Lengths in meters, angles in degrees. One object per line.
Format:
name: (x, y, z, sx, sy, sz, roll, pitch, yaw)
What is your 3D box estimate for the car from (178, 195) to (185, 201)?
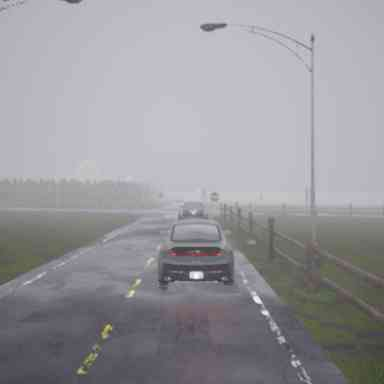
car: (-2.755, 1.584, 89.391, 1.882, 1.535, 5.008, 0, 0, 0)

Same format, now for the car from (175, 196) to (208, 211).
car: (0.097, 1.429, 24.249, 2.097, 1.767, 4.553, 0, 0, 0)

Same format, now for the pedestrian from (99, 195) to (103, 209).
pedestrian: (-12.172, 1.276, 44.415, 0.375, 1.860, 0.375, 0, -2, 0)

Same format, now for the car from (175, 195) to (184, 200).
car: (-2.754, 1.710, 73.216, 1.882, 1.535, 5.008, 0, 0, 0)

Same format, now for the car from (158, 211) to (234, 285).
car: (0.099, 1.537, 9.611, 1.837, 1.490, 4.892, 0, 0, 0)
